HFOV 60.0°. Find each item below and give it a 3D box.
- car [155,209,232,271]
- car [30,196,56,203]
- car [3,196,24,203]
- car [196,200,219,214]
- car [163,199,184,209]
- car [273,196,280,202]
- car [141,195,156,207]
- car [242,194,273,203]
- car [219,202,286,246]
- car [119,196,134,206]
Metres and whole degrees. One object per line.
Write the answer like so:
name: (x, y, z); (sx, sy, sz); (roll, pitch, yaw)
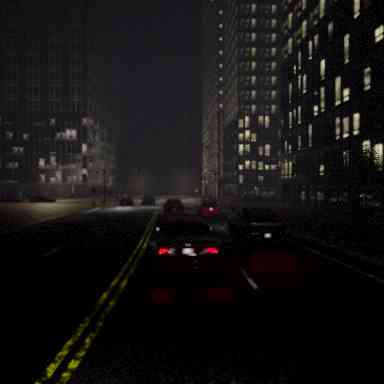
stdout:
car: (-0.225, 1.522, 10.822); (2.033, 1.411, 5.357); (0, 0, -3)
car: (-26.848, 1.369, 60.074); (4.313, 1.339, 1.947); (0, 1, -3)
car: (-32.526, 1.356, 59.763); (4.206, 1.307, 1.802); (0, 1, -3)
car: (1.547, 1.477, 31.458); (1.994, 1.385, 4.181); (0, 0, -4)
car: (-1.775, 1.401, 32.284); (1.882, 1.535, 5.008); (0, 0, -4)
car: (16.945, 1.390, 71.290); (4.829, 1.417, 1.752); (0, 1, -3)
car: (-6.580, 1.235, 50.332); (2.097, 1.767, 4.553); (0, 0, -4)
car: (12.001, 1.309, 62.590); (5.009, 1.841, 2.192); (0, 1, -3)
car: (2.750, 1.445, 15.120); (2.128, 1.511, 4.902); (0, 0, -4)
car: (-9.849, 1.389, 50.508); (2.128, 1.511, 4.902); (0, 0, -4)
